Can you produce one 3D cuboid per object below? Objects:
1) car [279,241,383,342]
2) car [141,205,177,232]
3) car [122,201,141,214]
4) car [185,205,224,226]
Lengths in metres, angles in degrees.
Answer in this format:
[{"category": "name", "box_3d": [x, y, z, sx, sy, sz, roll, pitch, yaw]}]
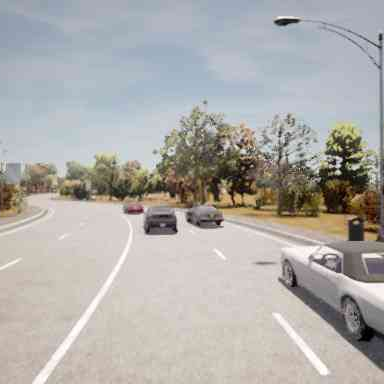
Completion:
[{"category": "car", "box_3d": [3.276, 1.619, 6.498, 1.895, 1.301, 4.718, 0, 0, -3]}, {"category": "car", "box_3d": [-2.053, 1.604, 20.871, 1.837, 1.490, 4.892, 0, 0, -10]}, {"category": "car", "box_3d": [-6.896, 1.755, 38.704, 1.994, 1.385, 4.181, 0, 0, -19]}, {"category": "car", "box_3d": [0.802, 1.657, 24.603, 2.033, 1.411, 5.357, 0, 0, -12]}]
